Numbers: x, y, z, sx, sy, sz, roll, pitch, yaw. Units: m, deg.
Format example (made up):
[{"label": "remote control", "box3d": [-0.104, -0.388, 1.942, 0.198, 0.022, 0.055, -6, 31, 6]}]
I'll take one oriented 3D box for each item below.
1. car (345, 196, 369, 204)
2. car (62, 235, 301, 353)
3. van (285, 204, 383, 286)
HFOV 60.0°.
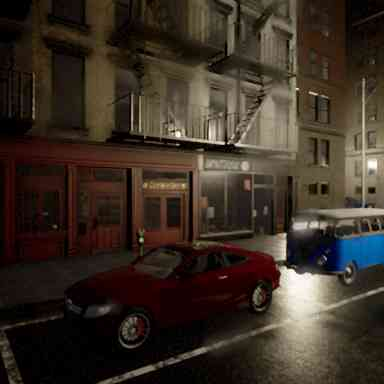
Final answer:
[{"label": "car", "box3d": [15.097, 1.418, 32.800, 2.150, 2.045, 5.566, 0, 0, -35]}, {"label": "car", "box3d": [-0.130, 1.593, 6.090, 4.206, 1.307, 1.802, 0, 0, -35]}, {"label": "van", "box3d": [4.284, 1.369, 9.213, 3.998, 1.788, 1.690, 0, 0, -35]}]
